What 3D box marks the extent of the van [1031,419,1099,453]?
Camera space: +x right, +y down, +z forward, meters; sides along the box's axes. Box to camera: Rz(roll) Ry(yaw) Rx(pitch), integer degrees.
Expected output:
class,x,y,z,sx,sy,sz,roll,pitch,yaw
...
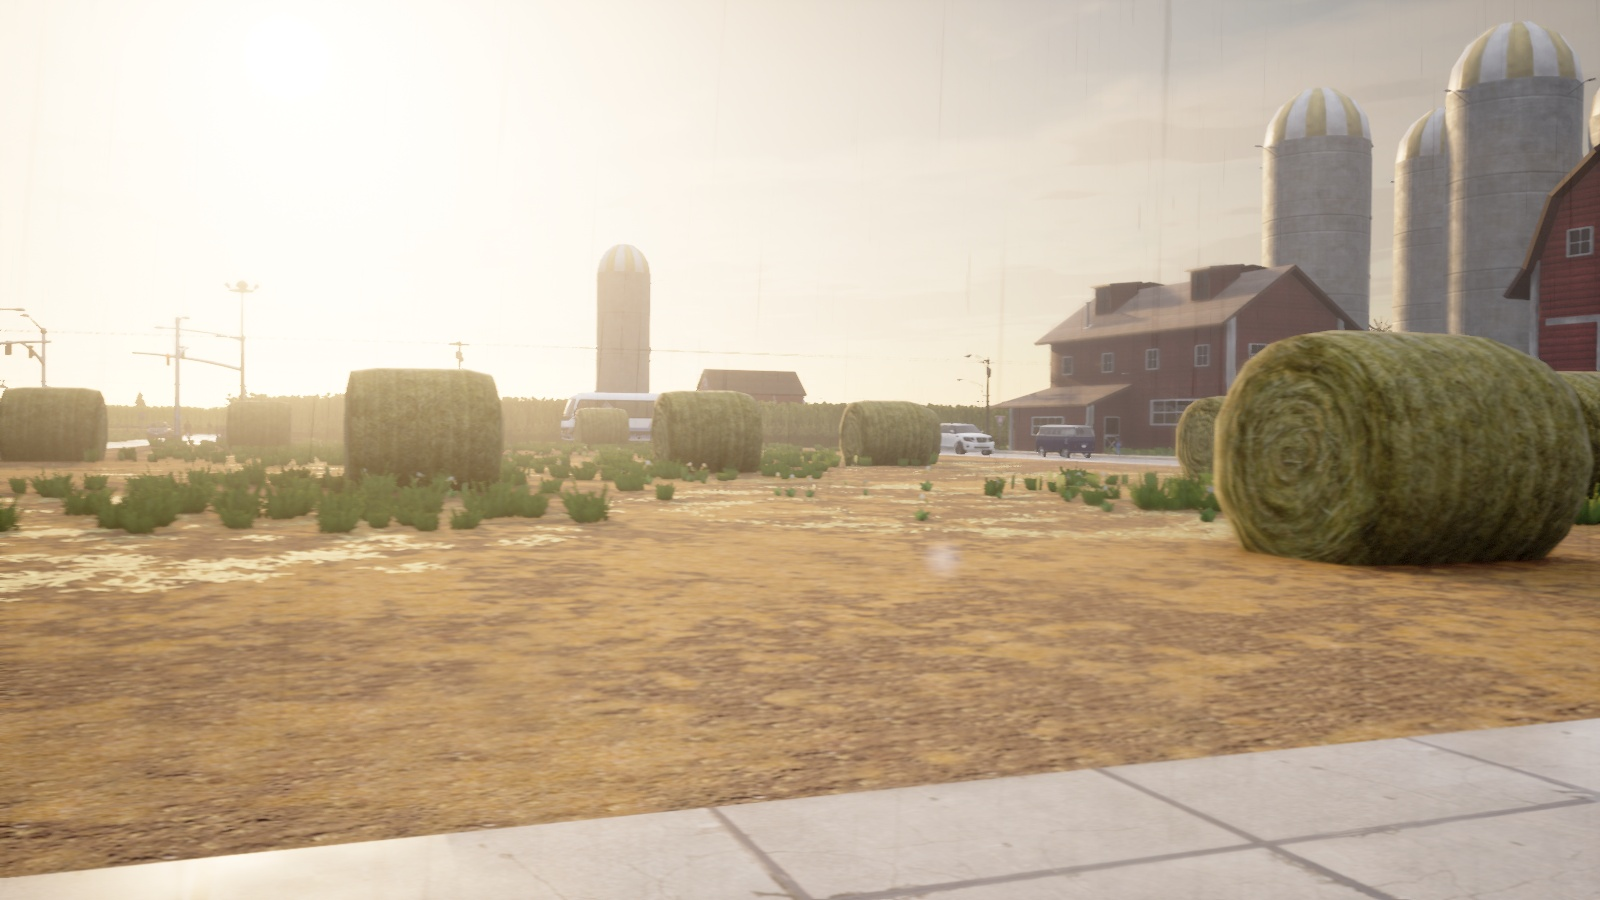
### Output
class,x,y,z,sx,sy,sz,roll,pitch,yaw
van,15.920,-0.864,75.641,1.775,1.987,4.442,-1,1,-22

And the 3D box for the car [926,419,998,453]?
class,x,y,z,sx,sy,sz,roll,pitch,yaw
car,10.288,-0.914,80.284,2.150,2.045,5.566,-1,1,-22

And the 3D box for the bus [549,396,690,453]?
class,x,y,z,sx,sy,sz,roll,pitch,yaw
bus,-14.114,-2.015,98.118,10.273,4.253,3.944,-1,1,-21
